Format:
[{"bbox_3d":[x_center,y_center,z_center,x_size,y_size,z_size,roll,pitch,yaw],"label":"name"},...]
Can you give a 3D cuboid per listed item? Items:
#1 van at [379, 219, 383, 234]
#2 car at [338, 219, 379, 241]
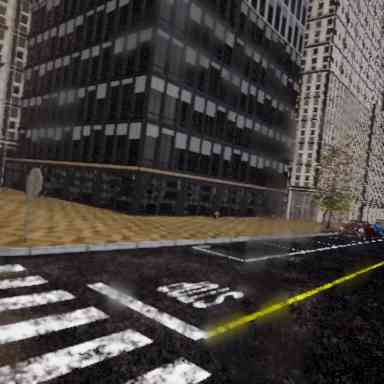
[{"bbox_3d":[20.831,3.807,35.875,1.690,1.788,3.998,6,0,41],"label":"van"},{"bbox_3d":[13.543,3.034,27.297,1.967,1.590,4.097,6,0,41],"label":"car"}]
